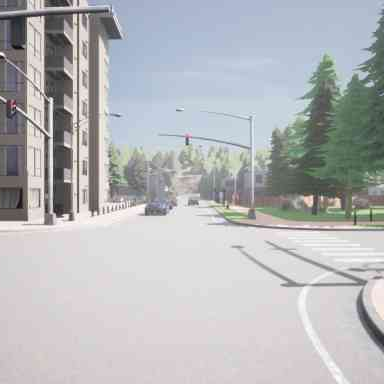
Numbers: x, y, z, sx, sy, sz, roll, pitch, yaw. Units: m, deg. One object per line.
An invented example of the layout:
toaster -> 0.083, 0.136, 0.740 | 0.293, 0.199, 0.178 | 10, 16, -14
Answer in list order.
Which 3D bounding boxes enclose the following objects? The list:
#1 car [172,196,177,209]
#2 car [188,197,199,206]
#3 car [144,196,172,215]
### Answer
car -> -3.413, 1.491, 42.518 | 2.128, 1.511, 4.902 | 0, 0, 1
car -> 0.225, 1.547, 55.778 | 2.033, 1.411, 5.357 | 0, 0, 0
car -> -3.455, 1.352, 33.293 | 2.097, 1.767, 4.553 | 0, 0, 0
